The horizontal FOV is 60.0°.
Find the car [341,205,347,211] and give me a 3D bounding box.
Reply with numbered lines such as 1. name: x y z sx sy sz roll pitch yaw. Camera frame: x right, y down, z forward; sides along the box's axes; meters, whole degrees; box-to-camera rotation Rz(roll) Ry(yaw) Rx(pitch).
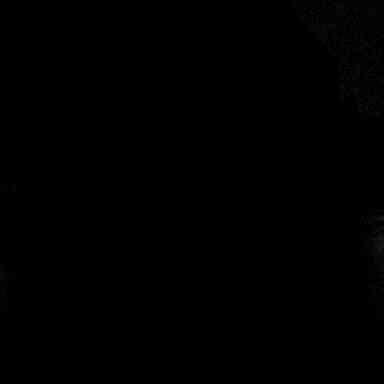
1. car: 14.599 1.713 37.165 1.895 1.301 4.718 -1 0 -35
